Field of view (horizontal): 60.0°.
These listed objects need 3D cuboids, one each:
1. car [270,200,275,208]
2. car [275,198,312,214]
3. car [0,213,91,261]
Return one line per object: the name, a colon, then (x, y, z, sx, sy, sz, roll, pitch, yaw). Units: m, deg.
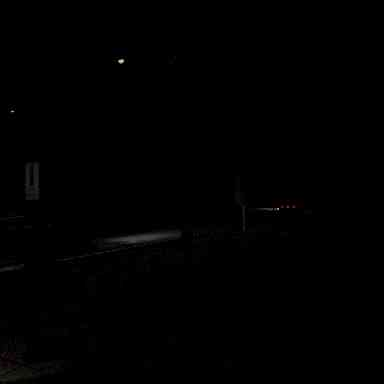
car: (13.088, 1.614, 49.102, 1.812, 1.442, 4.674, -1, -1, 35)
car: (10.907, 1.543, 34.801, 2.033, 1.411, 5.357, -1, -1, 35)
car: (-5.769, 1.458, 11.314, 2.128, 1.511, 4.902, -1, 0, 35)
